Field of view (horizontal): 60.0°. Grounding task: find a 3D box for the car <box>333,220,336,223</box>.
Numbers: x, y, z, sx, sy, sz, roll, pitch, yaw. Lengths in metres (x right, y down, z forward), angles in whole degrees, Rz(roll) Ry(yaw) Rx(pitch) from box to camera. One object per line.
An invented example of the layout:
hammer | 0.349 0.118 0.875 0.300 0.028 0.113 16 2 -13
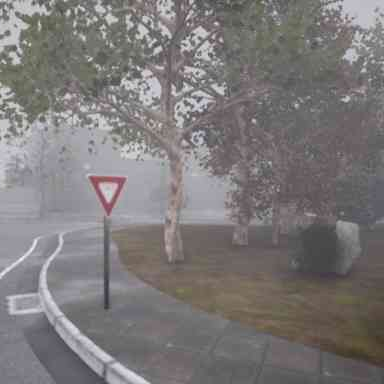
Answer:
car | 20.095 3.840 47.506 4.892 1.490 1.837 3 -2 -39

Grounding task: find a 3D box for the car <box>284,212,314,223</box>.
car | 15.424 3.690 47.740 4.674 1.442 1.812 4 -3 -39

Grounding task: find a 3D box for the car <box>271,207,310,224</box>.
car | 12.004 2.932 40.707 5.566 2.045 2.150 5 -3 -40
